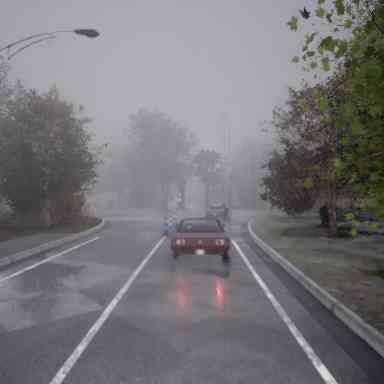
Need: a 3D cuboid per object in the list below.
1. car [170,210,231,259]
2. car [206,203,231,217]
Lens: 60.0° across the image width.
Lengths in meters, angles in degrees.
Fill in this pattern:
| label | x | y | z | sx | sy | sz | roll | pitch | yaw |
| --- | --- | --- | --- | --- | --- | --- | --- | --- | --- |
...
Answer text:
| label | x | y | z | sx | sy | sz | roll | pitch | yaw |
| --- | --- | --- | --- | --- | --- | --- | --- | --- | --- |
| car | 0.325 | 1.580 | 12.510 | 1.895 | 1.301 | 4.718 | 0 | 0 | 2 |
| car | 2.468 | 1.739 | 30.368 | 2.128 | 1.511 | 4.902 | 0 | -1 | 13 |
